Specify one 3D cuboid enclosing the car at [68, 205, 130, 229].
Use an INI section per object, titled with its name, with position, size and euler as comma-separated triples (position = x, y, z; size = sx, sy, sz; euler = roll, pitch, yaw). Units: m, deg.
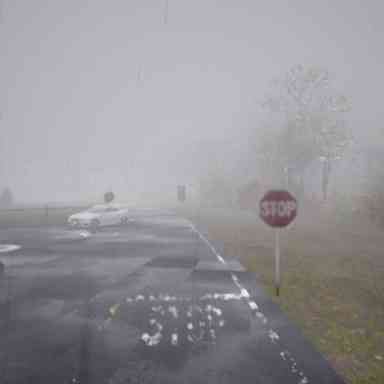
[car]
position = -6.099, 1.626, 22.494
size = 1.812, 1.442, 4.674
euler = 2, 1, 28
